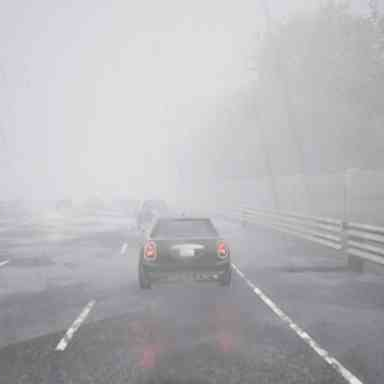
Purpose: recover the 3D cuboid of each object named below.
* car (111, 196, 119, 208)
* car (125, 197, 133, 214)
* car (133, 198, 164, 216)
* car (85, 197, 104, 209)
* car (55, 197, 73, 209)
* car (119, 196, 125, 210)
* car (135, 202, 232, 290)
[{"bbox_3d":[-9.559,1.308,44.450,1.882,1.535,5.008,0,0,-25],"label":"car"},{"bbox_3d":[-4.681,1.428,30.618,2.033,1.411,5.357,0,0,-16],"label":"car"},{"bbox_3d":[-2.729,1.263,22.736,2.097,1.767,4.553,0,0,-12],"label":"car"},{"bbox_3d":[-12.318,1.391,41.895,2.033,1.411,5.357,0,0,-24],"label":"car"},{"bbox_3d":[-16.118,1.340,41.822,2.128,1.511,4.902,0,0,-24],"label":"car"},{"bbox_3d":[-6.579,1.405,36.852,2.033,1.411,5.357,0,0,-17],"label":"car"},{"bbox_3d":[-0.390,1.315,9.244,2.097,1.767,4.553,0,0,-8],"label":"car"}]
